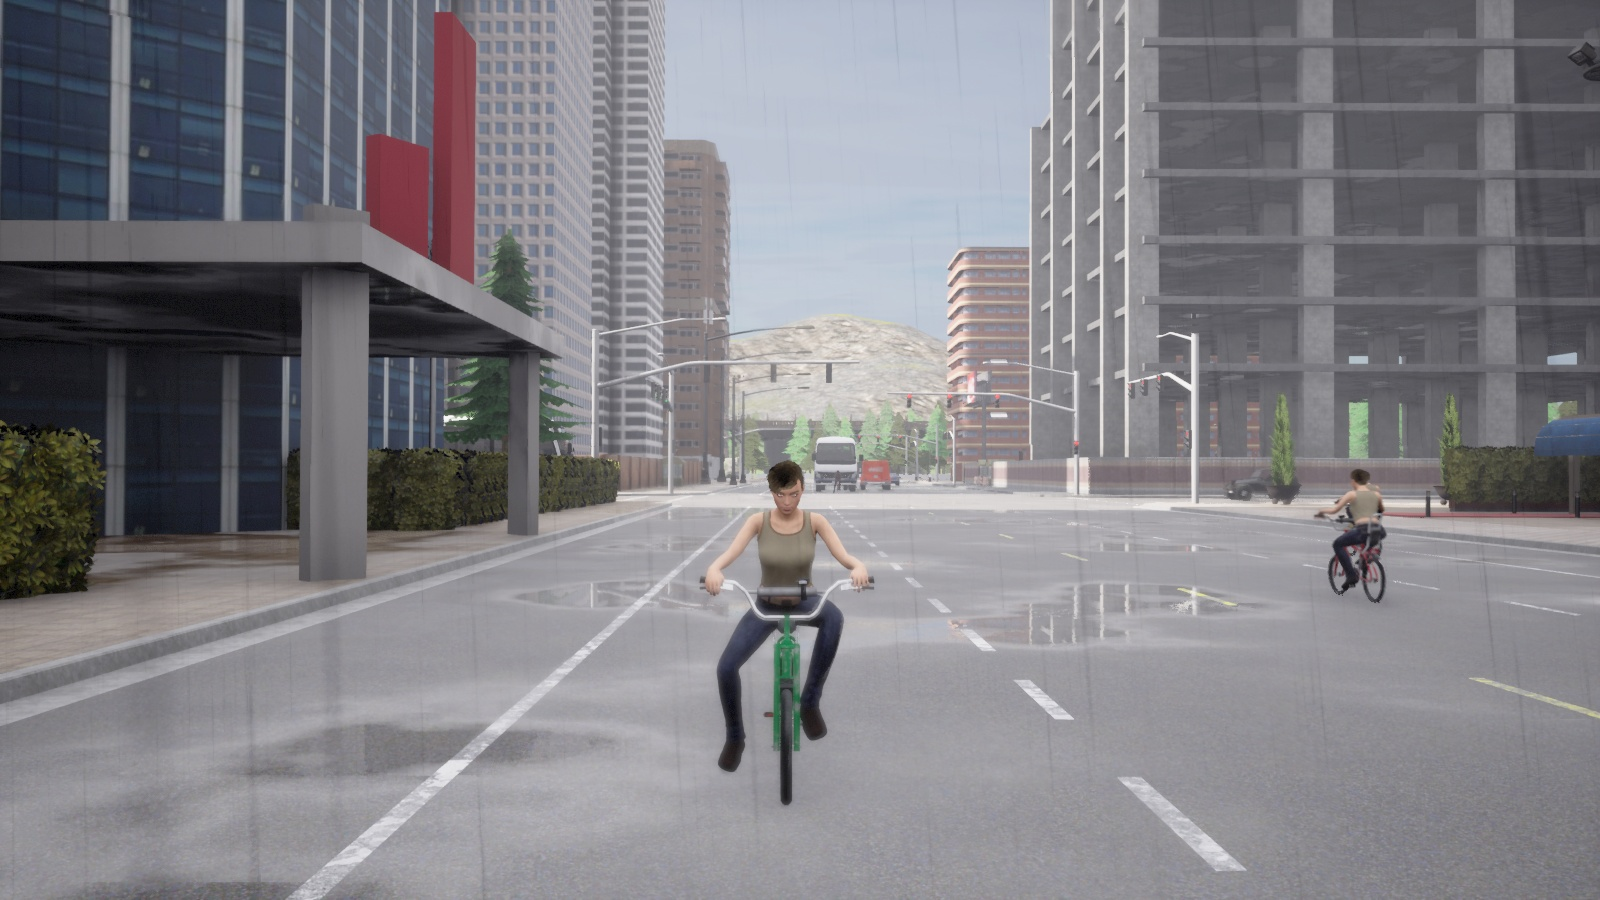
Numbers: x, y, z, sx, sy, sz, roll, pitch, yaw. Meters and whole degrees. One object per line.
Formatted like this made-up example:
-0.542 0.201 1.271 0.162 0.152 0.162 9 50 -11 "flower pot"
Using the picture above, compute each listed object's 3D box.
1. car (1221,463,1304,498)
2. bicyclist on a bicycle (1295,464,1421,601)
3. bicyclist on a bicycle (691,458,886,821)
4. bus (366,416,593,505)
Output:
25.574 1.675 69.556 3.866 1.878 1.905 0 -1 0 "car"
6.882 0.984 15.570 0.866 1.612 1.509 0 -1 -1 "bicyclist on a bicycle"
-0.061 0.858 6.372 0.866 1.612 1.509 0 -1 -1 "bicyclist on a bicycle"
-15.772 0.549 62.540 10.273 4.253 3.944 0 -1 0 "bus"
